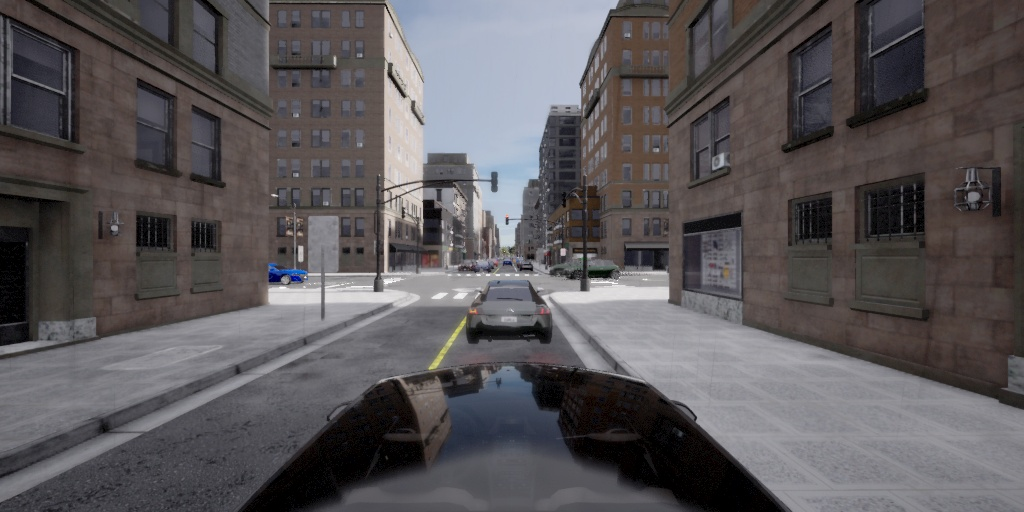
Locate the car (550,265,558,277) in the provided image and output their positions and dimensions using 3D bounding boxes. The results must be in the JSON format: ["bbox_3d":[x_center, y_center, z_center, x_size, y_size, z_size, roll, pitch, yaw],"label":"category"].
[{"bbox_3d":[5.857,1.092,33.793,4.553,1.767,2.097,-1,0,8],"label":"car"}]

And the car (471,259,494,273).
[{"bbox_3d":[-3.574,1.315,44.668,1.812,1.442,4.674,0,0,1],"label":"car"}]

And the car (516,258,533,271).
[{"bbox_3d":[1.901,1.362,48.685,1.948,1.339,4.313,0,0,0],"label":"car"}]

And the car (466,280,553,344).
[{"bbox_3d":[-0.070,1.315,9.614,1.994,1.385,4.181,0,0,0],"label":"car"}]

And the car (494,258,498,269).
[{"bbox_3d":[-3.633,1.355,55.093,2.033,1.411,5.357,0,0,-1],"label":"car"}]

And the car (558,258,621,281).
[{"bbox_3d":[6.462,1.078,29.471,4.553,1.767,2.097,0,0,-9],"label":"car"}]

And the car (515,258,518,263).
[{"bbox_3d":[1.811,1.399,59.707,1.802,1.307,4.207,0,0,0],"label":"car"}]

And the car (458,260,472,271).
[{"bbox_3d":[-6.124,1.236,48.620,1.967,1.591,4.097,0,0,0],"label":"car"}]

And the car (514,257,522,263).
[{"bbox_3d":[1.766,1.395,65.217,1.948,1.339,4.313,0,0,0],"label":"car"}]

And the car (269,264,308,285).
[{"bbox_3d":[-17.583,1.291,26.197,5.008,1.535,1.882,0,0,1],"label":"car"}]
